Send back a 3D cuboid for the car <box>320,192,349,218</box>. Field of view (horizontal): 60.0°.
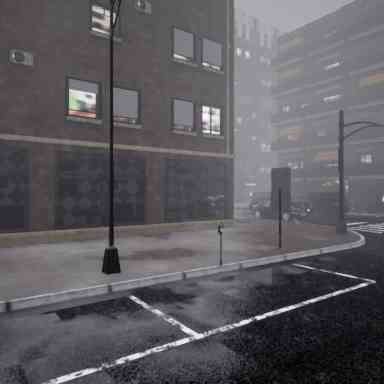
[{"bbox_3d":[10.329,1.007,28.104,2.150,2.045,5.566,0,1,-34],"label":"car"}]

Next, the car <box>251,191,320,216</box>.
[{"bbox_3d":[7.170,0.988,27.322,2.150,2.045,5.566,0,1,-36],"label":"car"}]

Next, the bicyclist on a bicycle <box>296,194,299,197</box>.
[{"bbox_3d":[11.522,1.011,36.196,1.656,1.620,0.582,0,1,-36],"label":"bicyclist on a bicycle"}]

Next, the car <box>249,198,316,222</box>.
[{"bbox_3d":[6.262,1.342,24.181,2.008,1.369,4.403,1,0,-36],"label":"car"}]
